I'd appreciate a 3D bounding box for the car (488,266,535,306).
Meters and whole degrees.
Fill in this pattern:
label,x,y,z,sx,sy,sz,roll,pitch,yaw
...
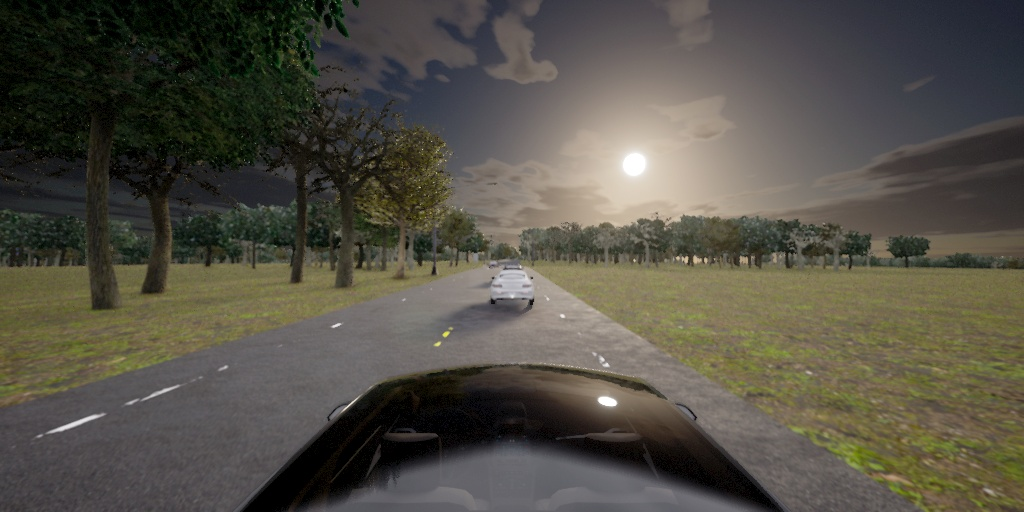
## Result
label,x,y,z,sx,sy,sz,roll,pitch,yaw
car,0.021,1.350,16.195,1.812,1.442,4.674,0,-1,0

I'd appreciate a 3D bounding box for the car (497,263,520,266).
label,x,y,z,sx,sy,sz,roll,pitch,yaw
car,0.047,1.419,31.102,2.128,1.511,4.902,0,0,0
